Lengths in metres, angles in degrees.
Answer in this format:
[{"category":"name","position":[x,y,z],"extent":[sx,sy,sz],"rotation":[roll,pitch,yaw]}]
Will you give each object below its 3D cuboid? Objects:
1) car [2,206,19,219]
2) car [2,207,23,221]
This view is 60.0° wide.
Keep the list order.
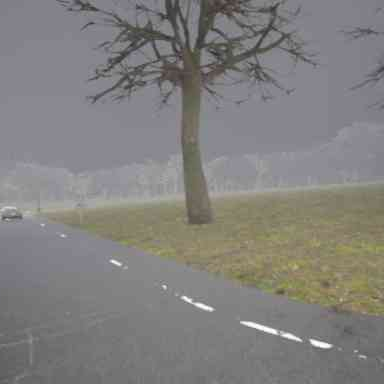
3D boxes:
[{"category":"car","position":[-25.497,2.811,46.636],"extent":[1.882,1.535,5.008],"rotation":[-3,-1,-30]},{"category":"car","position":[-21.004,2.566,39.008],"extent":[1.994,1.385,4.181],"rotation":[-3,-1,-30]}]
